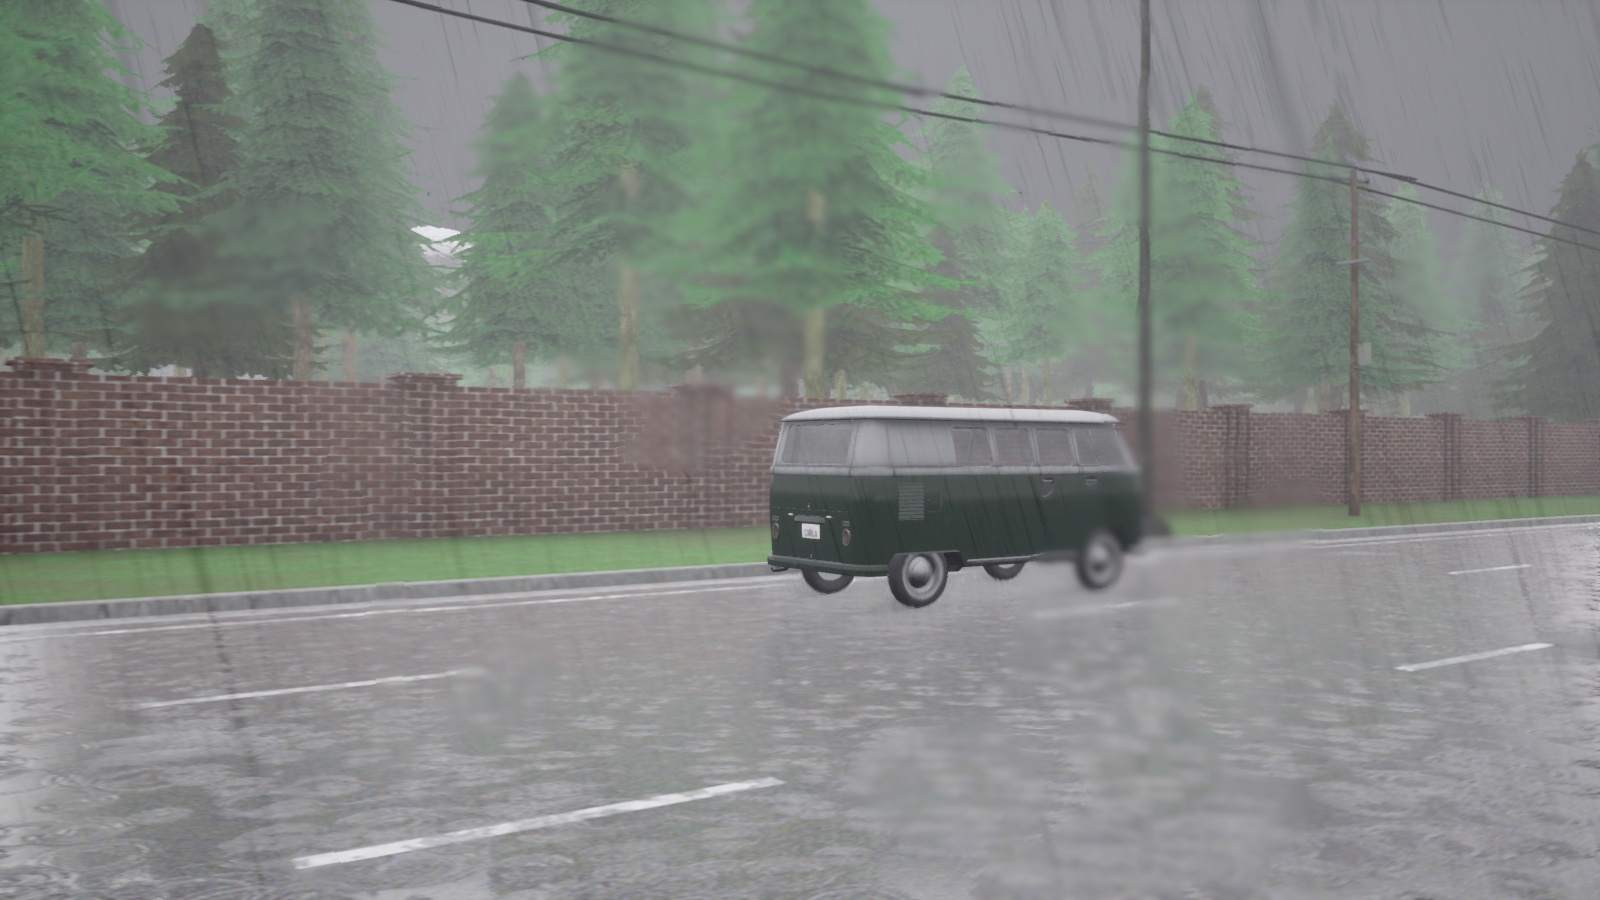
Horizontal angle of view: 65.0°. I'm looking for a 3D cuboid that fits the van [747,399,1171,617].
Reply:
[{"bbox_3d":[1.791,0.527,13.435,4.442,1.987,1.775,0,0,-35],"label":"van"}]
